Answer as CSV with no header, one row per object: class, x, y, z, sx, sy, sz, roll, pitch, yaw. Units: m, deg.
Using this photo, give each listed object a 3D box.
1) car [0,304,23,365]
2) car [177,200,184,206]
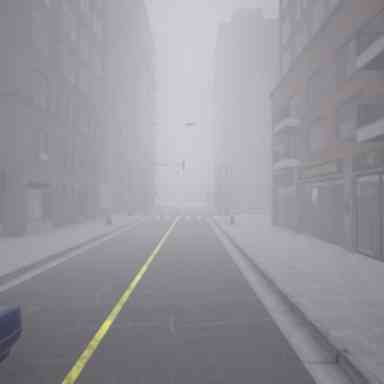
car,-3.101,1.633,2.042,1.895,1.301,4.718,0,-1,0
car,-3.000,2.861,86.765,2.033,1.411,5.357,0,-1,0
